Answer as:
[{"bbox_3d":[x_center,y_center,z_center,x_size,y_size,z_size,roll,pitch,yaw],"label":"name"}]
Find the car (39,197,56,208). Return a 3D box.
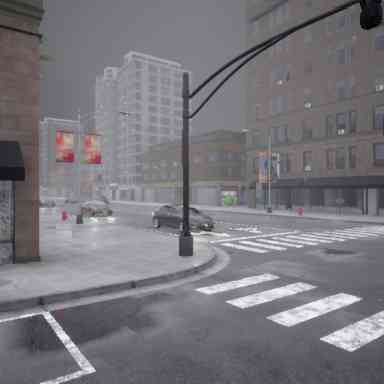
[{"bbox_3d":[-21.016,1.453,47.803,1.812,1.442,4.674,0,0,-36],"label":"car"}]

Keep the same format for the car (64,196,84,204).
[{"bbox_3d":[-21.407,1.451,59.638,2.033,1.411,5.357,0,0,-36],"label":"car"}]

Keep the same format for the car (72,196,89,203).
[{"bbox_3d":[-22.243,1.452,66.324,1.994,1.385,4.181,0,0,-36],"label":"car"}]

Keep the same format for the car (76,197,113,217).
[{"bbox_3d":[-8.991,1.484,31.017,1.812,1.442,4.674,0,0,-36],"label":"car"}]

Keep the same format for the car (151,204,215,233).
[{"bbox_3d":[-0.637,1.481,19.434,1.837,1.490,4.892,0,1,-35],"label":"car"}]
